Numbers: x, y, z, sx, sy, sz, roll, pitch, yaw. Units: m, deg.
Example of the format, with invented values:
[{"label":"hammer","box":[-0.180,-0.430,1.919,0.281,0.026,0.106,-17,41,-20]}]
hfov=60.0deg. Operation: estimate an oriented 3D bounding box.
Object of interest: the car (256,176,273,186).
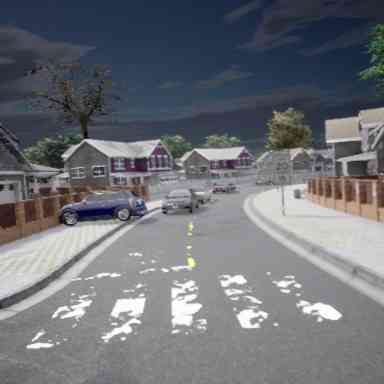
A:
[{"label":"car","box":[12.107,-1.856,54.968,2.128,1.511,4.902,-1,3,34]}]

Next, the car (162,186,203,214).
[{"label":"car","box":[-0.685,0.496,21.553,1.812,1.442,4.674,-3,3,8]}]

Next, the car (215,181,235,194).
[{"label":"car","box":[3.673,-0.531,38.614,1.994,1.385,4.181,-2,3,21]}]

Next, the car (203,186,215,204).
[{"label":"car","box":[0.342,0.232,27.443,1.895,1.301,4.718,-3,3,12]}]

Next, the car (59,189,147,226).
[{"label":"car","box":[-4.819,0.731,17.846,4.553,1.767,2.097,-4,2,11]}]
